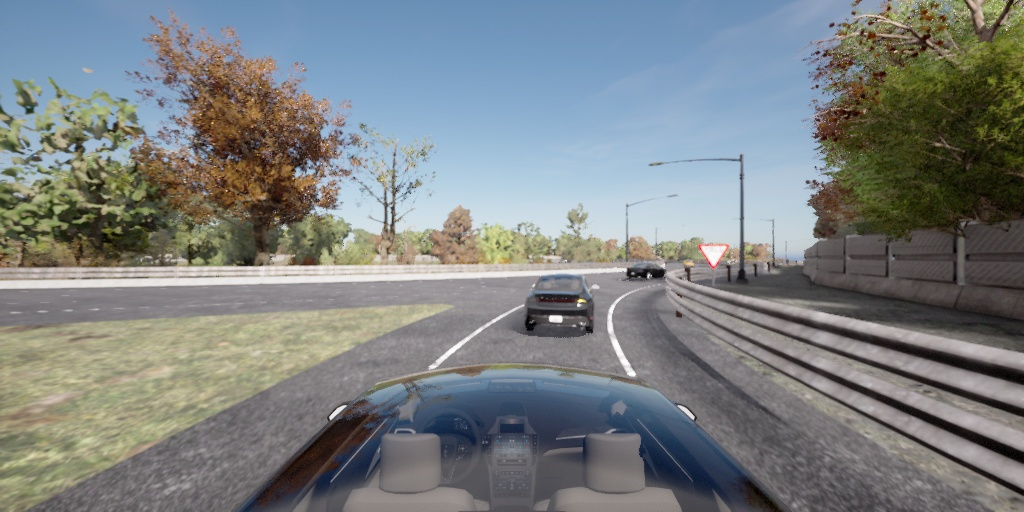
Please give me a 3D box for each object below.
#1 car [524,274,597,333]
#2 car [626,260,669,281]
[{"bbox_3d":[1.596,1.292,11.066,1.837,1.490,4.892,0,0,13],"label":"car"},{"bbox_3d":[12.305,1.366,32.410,5.008,1.535,1.882,0,0,-39],"label":"car"}]
